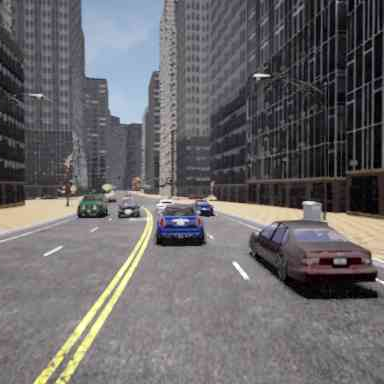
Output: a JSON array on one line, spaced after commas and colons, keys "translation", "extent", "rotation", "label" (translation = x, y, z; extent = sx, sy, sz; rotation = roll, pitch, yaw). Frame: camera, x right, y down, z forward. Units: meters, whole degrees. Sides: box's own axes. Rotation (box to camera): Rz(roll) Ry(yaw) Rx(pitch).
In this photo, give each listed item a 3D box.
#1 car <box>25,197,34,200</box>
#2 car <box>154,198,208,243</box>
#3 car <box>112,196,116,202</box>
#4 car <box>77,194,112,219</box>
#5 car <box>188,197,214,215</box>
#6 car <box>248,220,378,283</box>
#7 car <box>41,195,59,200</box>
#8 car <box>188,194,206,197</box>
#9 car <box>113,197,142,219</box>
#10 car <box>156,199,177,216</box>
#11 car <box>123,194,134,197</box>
[{"translation": [-42.312, 1.456, 84.747], "extent": [4.206, 1.307, 1.802], "rotation": [0, 0, -11], "label": "car"}, {"translation": [-0.622, 1.345, 16.150], "extent": [2.097, 1.767, 4.553], "rotation": [0, 0, -4], "label": "car"}, {"translation": [-16.394, 1.558, 68.428], "extent": [1.895, 1.301, 4.718], "rotation": [0, 0, -12], "label": "car"}, {"translation": [-8.871, 1.228, 30.136], "extent": [2.150, 2.045, 5.566], "rotation": [0, 0, -8], "label": "car"}, {"translation": [0.822, 1.527, 32.464], "extent": [1.994, 1.385, 4.181], "rotation": [0, 0, -8], "label": "car"}, {"translation": [3.060, 1.536, 9.660], "extent": [2.033, 1.411, 5.357], "rotation": [0, 0, -3], "label": "car"}, {"translation": [-36.727, 1.461, 85.811], "extent": [4.313, 1.339, 1.947], "rotation": [0, 0, -11], "label": "car"}, {"translation": [1.442, 1.347, 93.473], "extent": [5.009, 1.841, 2.192], "rotation": [0, 0, -11], "label": "car"}, {"translation": [-5.502, 1.485, 29.471], "extent": [2.128, 1.511, 4.902], "rotation": [0, 0, -8], "label": "car"}, {"translation": [-2.666, 1.501, 33.808], "extent": [1.812, 1.442, 4.674], "rotation": [0, 0, -9], "label": "car"}, {"translation": [-13.466, 1.284, 70.267], "extent": [2.097, 1.767, 4.553], "rotation": [0, 0, -12], "label": "car"}]
